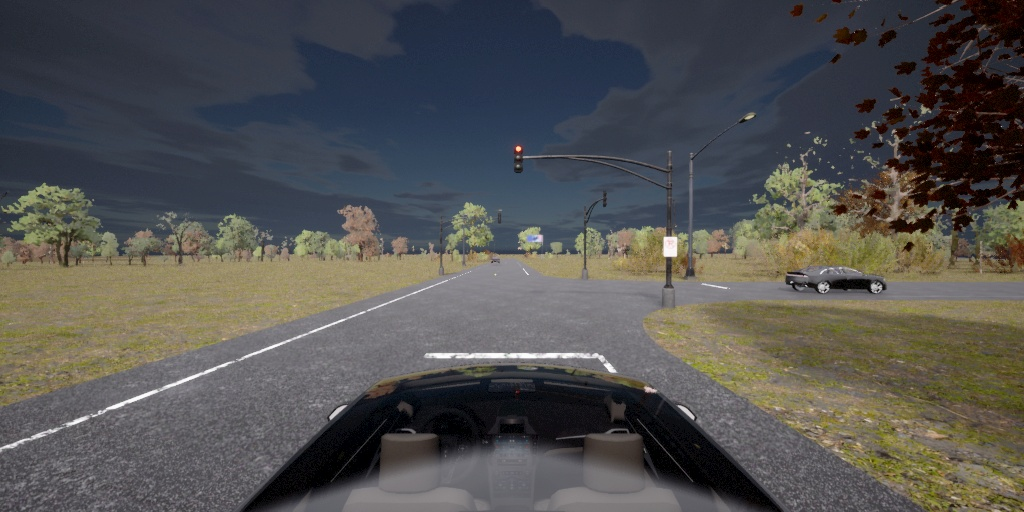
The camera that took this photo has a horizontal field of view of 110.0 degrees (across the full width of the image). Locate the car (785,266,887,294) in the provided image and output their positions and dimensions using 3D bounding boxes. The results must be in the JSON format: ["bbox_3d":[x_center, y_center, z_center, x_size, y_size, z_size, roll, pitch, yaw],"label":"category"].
[{"bbox_3d":[18.328,1.309,20.373,4.902,1.511,2.128,0,1,0],"label":"car"}]
